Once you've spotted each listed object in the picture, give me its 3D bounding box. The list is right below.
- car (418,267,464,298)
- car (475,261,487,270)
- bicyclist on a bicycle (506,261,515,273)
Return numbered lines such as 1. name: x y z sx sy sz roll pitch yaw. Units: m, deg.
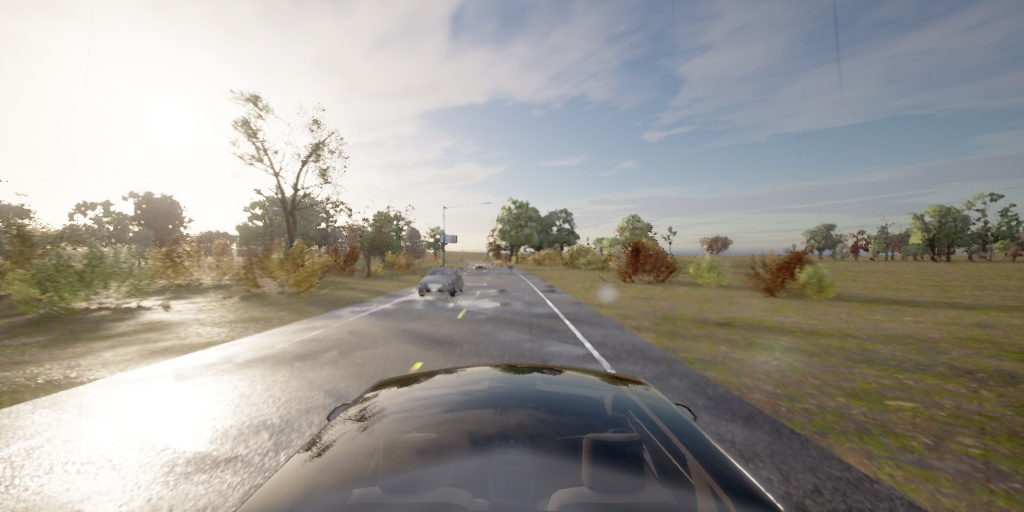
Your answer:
1. car: -3.753 1.366 19.593 2.128 1.511 4.902 0 0 -1
2. car: -5.217 1.601 60.352 1.882 1.535 5.008 0 0 -3
3. bicyclist on a bicycle: -0.041 1.469 47.150 0.866 1.612 1.509 0 0 -2
